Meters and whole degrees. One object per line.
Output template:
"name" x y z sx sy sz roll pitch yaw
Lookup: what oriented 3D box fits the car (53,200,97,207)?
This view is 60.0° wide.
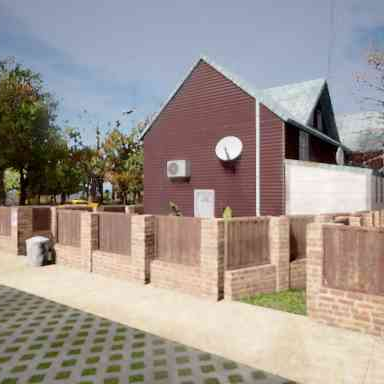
"car" -12.093 1.605 34.317 1.882 1.535 5.008 0 -1 36
